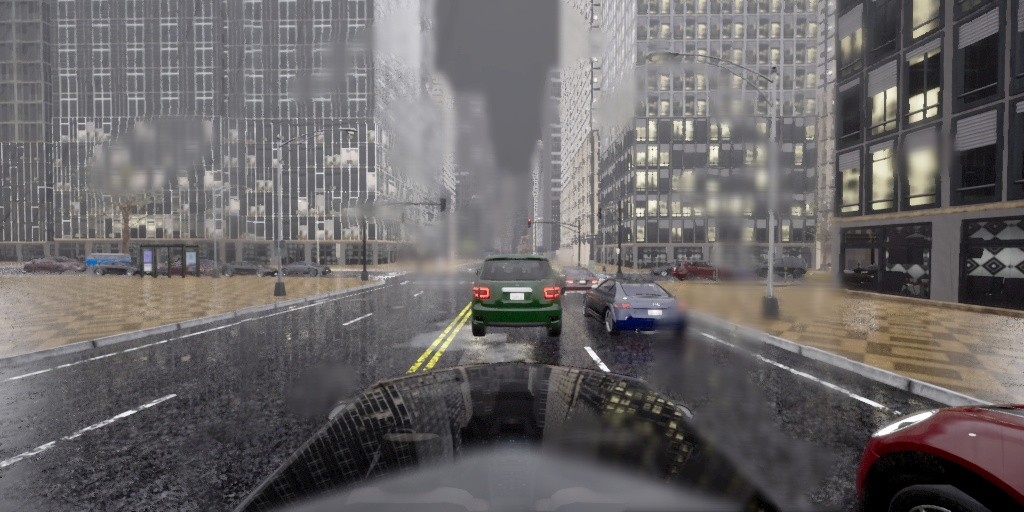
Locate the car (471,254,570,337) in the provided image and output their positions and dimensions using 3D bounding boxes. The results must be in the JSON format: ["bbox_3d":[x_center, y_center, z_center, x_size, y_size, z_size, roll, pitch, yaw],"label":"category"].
[{"bbox_3d":[0.118,0.967,10.415,2.150,2.045,5.566,0,0,0],"label":"car"}]

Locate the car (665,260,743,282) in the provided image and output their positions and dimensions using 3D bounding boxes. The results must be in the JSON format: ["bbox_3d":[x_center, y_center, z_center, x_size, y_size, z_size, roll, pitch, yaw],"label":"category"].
[{"bbox_3d":[16.254,1.269,30.542,5.009,1.841,2.192,0,0,1],"label":"car"}]

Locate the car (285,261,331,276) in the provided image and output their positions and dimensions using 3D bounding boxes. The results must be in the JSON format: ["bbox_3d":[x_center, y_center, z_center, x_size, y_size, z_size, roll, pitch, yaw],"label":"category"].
[{"bbox_3d":[-19.398,1.157,33.784,4.181,1.385,1.994,1,1,1],"label":"car"}]

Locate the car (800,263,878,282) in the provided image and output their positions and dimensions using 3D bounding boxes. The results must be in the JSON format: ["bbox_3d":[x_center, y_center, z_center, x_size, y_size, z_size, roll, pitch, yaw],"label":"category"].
[{"bbox_3d":[27.701,1.578,30.321,4.829,1.417,1.751,0,0,1],"label":"car"}]

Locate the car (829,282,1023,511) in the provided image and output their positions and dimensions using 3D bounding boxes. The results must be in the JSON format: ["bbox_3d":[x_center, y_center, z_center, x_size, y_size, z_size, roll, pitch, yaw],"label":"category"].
[{"bbox_3d":[3.344,1.103,0.464,2.097,1.767,4.553,0,0,0],"label":"car"}]

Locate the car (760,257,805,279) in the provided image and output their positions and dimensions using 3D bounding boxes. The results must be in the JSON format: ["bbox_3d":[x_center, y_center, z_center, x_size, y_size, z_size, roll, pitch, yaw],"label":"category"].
[{"bbox_3d":[26.563,1.172,36.122,5.566,2.045,2.150,1,1,1],"label":"car"}]

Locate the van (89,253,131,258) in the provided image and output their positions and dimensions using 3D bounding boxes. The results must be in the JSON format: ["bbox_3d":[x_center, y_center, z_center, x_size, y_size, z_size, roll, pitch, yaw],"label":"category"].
[{"bbox_3d":[-45.207,0.605,40.164,3.998,1.789,1.690,0,0,1],"label":"van"}]

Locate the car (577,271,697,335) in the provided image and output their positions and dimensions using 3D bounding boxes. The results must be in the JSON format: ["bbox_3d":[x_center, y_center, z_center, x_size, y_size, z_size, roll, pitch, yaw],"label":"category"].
[{"bbox_3d":[3.375,1.310,10.508,1.994,1.385,4.181,0,0,-1],"label":"car"}]

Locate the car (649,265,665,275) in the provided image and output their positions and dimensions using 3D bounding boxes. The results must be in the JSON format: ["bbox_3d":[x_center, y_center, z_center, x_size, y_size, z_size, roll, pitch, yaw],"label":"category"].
[{"bbox_3d":[16.486,1.367,36.342,4.892,1.490,1.837,0,1,-1],"label":"car"}]

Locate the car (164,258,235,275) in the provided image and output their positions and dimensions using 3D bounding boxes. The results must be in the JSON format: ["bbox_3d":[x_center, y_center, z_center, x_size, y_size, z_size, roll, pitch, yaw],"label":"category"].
[{"bbox_3d":[-29.516,0.994,34.011,4.902,1.511,2.128,0,1,1],"label":"car"}]

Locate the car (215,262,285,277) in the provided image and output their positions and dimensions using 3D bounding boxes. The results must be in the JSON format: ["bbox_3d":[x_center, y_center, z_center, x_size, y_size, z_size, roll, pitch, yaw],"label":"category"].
[{"bbox_3d":[-22.670,1.174,31.150,4.313,1.339,1.948,0,0,1],"label":"car"}]

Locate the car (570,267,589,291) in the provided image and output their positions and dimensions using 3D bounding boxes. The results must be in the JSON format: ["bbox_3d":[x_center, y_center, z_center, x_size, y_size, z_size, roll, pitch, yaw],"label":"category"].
[{"bbox_3d":[3.390,1.288,19.750,2.033,1.411,5.357,0,0,0],"label":"car"}]

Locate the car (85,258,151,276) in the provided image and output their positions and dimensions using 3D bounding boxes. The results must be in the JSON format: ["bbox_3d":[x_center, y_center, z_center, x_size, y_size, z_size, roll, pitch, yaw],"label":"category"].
[{"bbox_3d":[-34.034,1.069,31.480,4.313,1.339,1.948,0,0,1],"label":"car"}]

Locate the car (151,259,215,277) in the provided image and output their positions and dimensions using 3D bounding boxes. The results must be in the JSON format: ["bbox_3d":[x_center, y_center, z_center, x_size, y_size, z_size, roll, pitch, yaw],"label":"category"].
[{"bbox_3d":[-28.354,1.138,31.295,4.207,1.307,1.802,0,0,1],"label":"car"}]

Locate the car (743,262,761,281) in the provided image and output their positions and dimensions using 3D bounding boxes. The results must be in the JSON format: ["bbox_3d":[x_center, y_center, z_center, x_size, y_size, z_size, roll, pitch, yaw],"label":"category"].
[{"bbox_3d":[19.764,1.468,33.052,4.674,1.442,1.812,0,1,1],"label":"car"}]

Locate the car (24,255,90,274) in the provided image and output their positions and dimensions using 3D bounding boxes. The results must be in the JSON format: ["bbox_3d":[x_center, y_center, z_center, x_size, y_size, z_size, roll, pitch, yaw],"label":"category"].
[{"bbox_3d":[-43.771,0.897,34.350,4.674,1.442,1.812,1,1,2],"label":"car"}]
